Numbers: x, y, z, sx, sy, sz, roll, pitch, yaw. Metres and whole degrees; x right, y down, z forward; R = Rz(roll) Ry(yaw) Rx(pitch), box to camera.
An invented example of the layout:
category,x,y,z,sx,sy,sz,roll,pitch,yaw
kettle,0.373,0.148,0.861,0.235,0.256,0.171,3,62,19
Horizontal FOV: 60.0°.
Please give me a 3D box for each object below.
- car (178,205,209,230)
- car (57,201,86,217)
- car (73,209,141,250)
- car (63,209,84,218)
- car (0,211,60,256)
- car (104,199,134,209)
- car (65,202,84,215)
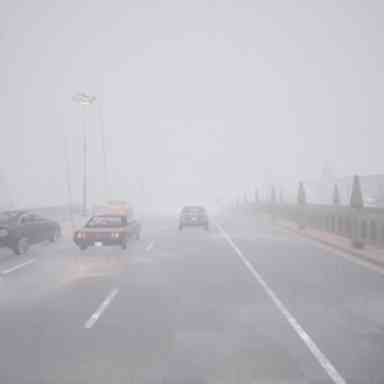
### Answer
category,x,y,z,sx,sy,sz,roll,pitch,yaw
car,0.105,1.566,21.247,2.033,1.411,5.357,0,0,0
car,-17.544,2.528,48.851,2.150,2.045,5.566,0,-6,0
car,-3.396,1.613,14.319,1.895,1.301,4.718,0,0,0
car,-21.016,3.875,59.250,1.882,1.535,5.008,0,-6,1
car,-6.897,1.503,13.224,2.128,1.511,4.902,0,0,0
car,-6.893,1.526,31.783,2.097,1.767,4.553,0,-2,0
car,-14.081,2.131,39.202,1.895,1.301,4.718,0,-4,0
